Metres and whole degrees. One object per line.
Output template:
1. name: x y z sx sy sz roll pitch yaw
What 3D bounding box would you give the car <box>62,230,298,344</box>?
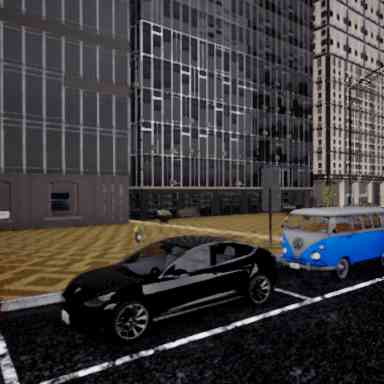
1. car: -0.188 1.565 6.431 4.313 1.339 1.947 0 0 -35

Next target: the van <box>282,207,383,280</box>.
1. van: 4.309 1.340 9.638 3.998 1.788 1.690 0 0 -35

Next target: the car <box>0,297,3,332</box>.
1. car: -4.685 1.316 3.225 5.009 1.841 2.192 0 0 -35
